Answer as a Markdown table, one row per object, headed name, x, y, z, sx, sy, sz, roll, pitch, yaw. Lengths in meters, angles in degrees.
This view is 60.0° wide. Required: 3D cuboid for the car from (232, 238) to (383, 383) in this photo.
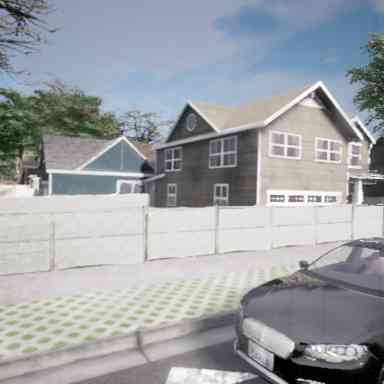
| name | x | y | z | sx | sy | sz | roll | pitch | yaw |
| --- | --- | --- | --- | --- | --- | --- | --- | --- | --- |
| car | 2.833 | 1.474 | 4.735 | 4.902 | 1.511 | 2.128 | 1 | 1 | -31 |
